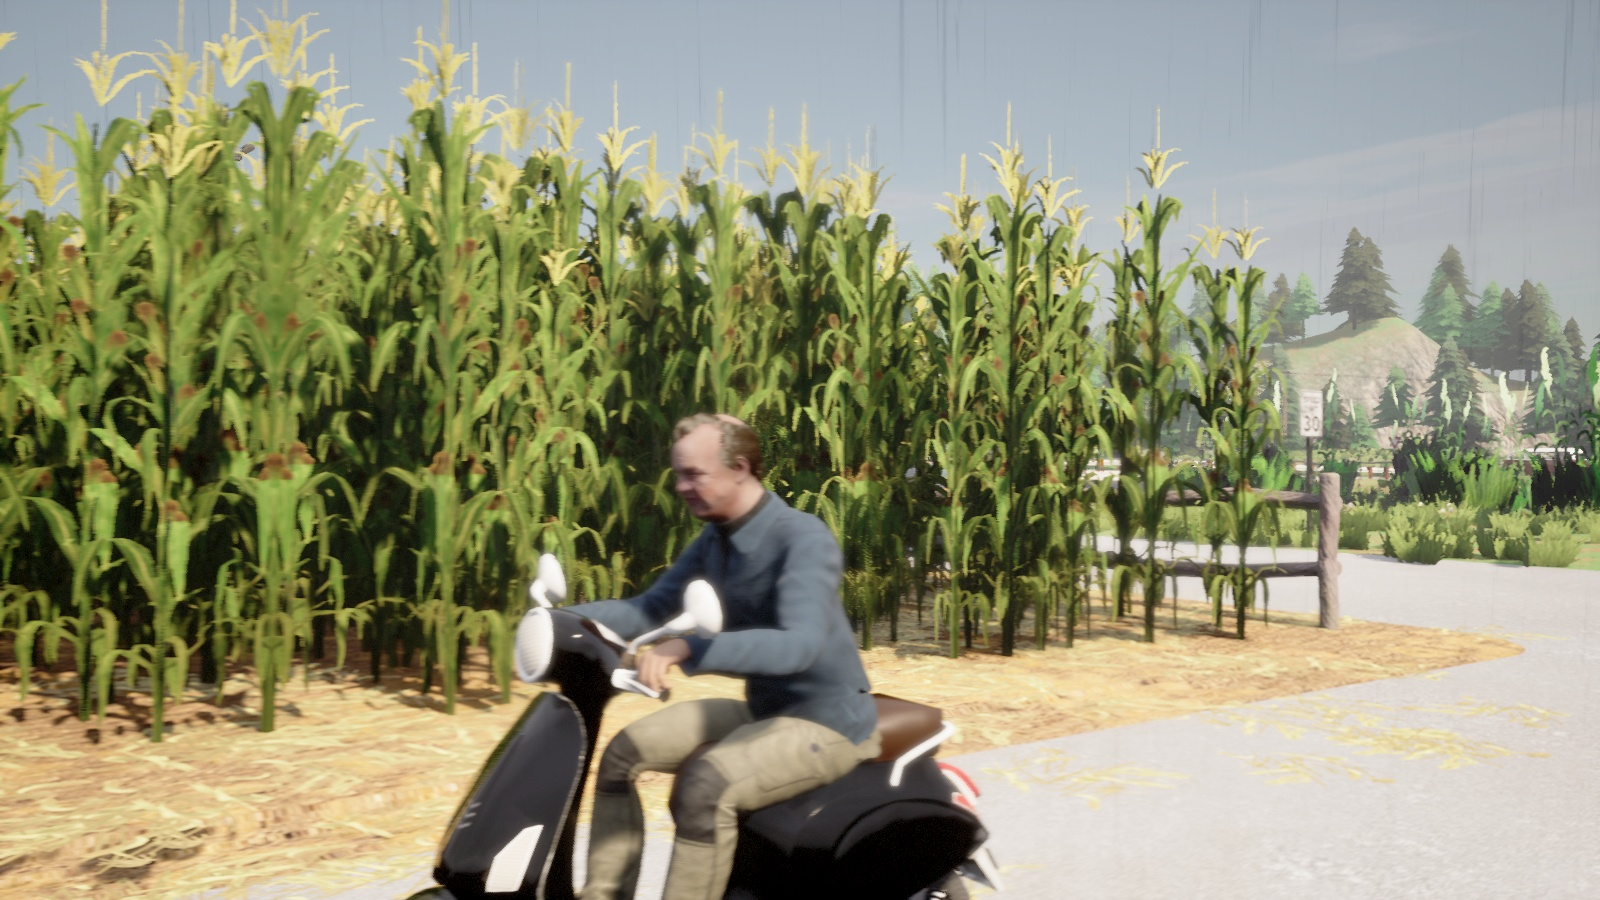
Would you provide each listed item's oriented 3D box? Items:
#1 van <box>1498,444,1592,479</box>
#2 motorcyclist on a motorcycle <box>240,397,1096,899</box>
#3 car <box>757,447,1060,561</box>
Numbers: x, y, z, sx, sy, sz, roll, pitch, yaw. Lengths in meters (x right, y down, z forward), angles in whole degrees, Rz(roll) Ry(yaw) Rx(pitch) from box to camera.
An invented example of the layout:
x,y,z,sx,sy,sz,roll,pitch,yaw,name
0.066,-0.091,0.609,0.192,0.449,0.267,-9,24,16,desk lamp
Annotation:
x,y,z,sx,sy,sz,roll,pitch,yaw,name
45.564,0.692,76.891,2.069,2.038,4.480,0,0,-31,van
-0.258,0.708,2.967,1.817,1.590,0.866,0,0,-34,motorcyclist on a motorcycle
1.525,0.750,20.069,1.801,1.575,5.366,0,0,-35,car
